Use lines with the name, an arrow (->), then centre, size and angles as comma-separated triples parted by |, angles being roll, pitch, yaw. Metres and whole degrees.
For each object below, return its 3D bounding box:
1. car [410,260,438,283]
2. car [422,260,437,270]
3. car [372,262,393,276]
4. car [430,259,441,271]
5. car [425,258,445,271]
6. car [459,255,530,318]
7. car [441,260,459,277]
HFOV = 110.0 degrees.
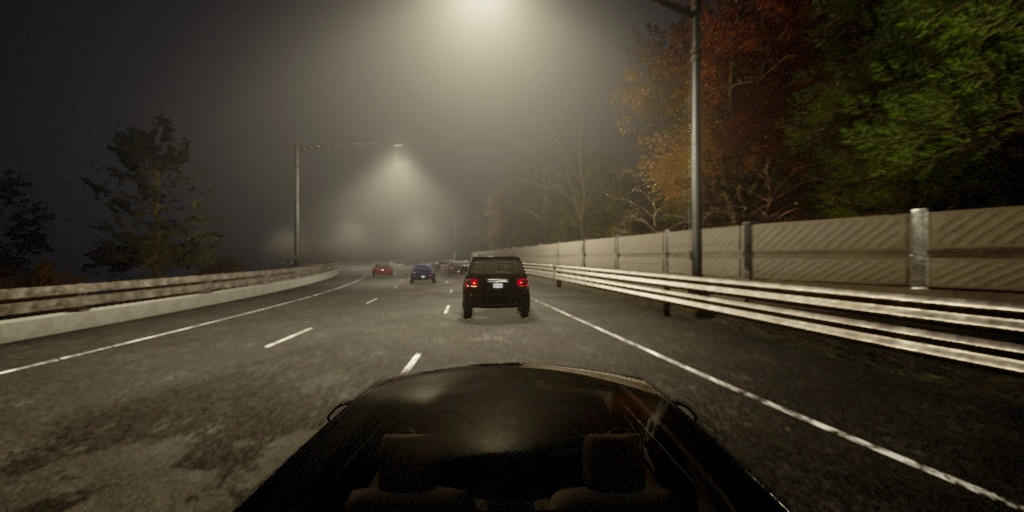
car -> -6.965, 1.304, 28.101 | 1.812, 1.442, 4.674 | 0, 0, -14
car -> -12.986, 1.368, 56.353 | 1.994, 1.385, 4.181 | 0, 0, -16
car -> -13.717, 1.369, 38.006 | 1.994, 1.385, 4.181 | 0, 0, -20
car -> -8.830, 1.292, 44.710 | 1.837, 1.490, 4.892 | 0, 0, -20
car -> -10.840, 1.148, 50.176 | 2.097, 1.767, 4.553 | 0, 0, -20
car -> -0.693, 0.975, 13.309 | 2.150, 2.045, 5.566 | 0, 0, -6
car -> -5.647, 1.301, 35.713 | 1.812, 1.442, 4.674 | 0, 0, -17
